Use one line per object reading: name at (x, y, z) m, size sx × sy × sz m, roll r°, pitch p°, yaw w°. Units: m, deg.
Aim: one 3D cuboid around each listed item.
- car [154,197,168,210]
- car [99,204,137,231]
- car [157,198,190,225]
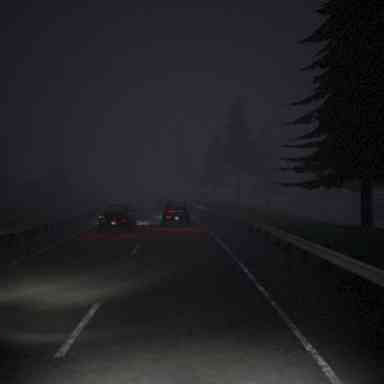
car at (-3.588, 1.345, 41.032) m, size 1.882 × 1.535 × 5.008 m, roll 0°, pitch 0°, yaw -9°
car at (-4.402, 1.463, 20.070) m, size 1.812 × 1.442 × 4.674 m, roll 0°, pitch 0°, yaw -5°
car at (-1.183, 1.416, 23.154) m, size 2.128 × 1.511 × 4.902 m, roll 0°, pitch 0°, yaw -5°
